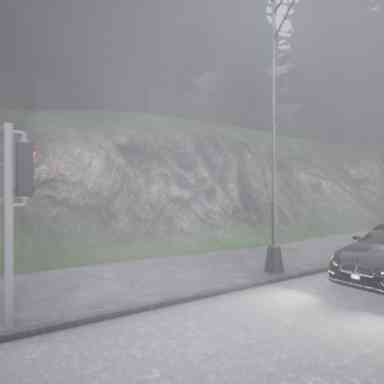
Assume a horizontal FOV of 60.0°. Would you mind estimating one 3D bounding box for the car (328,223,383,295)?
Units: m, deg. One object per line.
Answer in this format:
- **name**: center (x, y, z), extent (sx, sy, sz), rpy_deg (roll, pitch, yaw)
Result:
- **car**: center (5.349, 1.487, 8.116), extent (4.892, 1.490, 1.837), rpy_deg (0, 0, -34)
